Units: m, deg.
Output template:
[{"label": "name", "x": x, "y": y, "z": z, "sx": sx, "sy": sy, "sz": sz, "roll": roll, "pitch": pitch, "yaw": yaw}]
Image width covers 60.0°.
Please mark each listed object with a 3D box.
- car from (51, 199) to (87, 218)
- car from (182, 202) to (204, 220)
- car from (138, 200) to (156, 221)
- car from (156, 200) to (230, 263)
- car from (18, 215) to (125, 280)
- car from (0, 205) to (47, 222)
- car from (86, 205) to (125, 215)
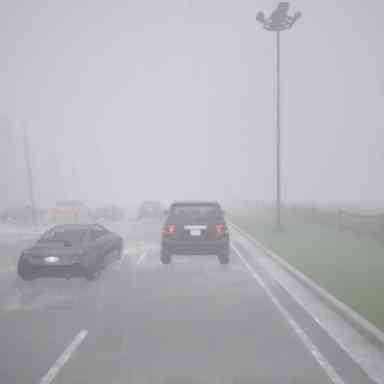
[{"label": "car", "x": -10.398, "y": 1.500, "z": 28.969, "sx": 2.097, "sy": 1.767, "sz": 4.553, "roll": 0, "pitch": 0, "yaw": 0}, {"label": "car", "x": 0.090, "y": 1.681, "z": 30.409, "sx": 1.812, "sy": 1.442, "sz": 4.674, "roll": 0, "pitch": 0, "yaw": 0}, {"label": "car", "x": -3.397, "y": 1.500, "z": 28.987, "sx": 2.097, "sy": 1.767, "sz": 4.553, "roll": 0, "pitch": 0, "yaw": 0}, {"label": "car", "x": 0.102, "y": 1.285, "z": 12.332, "sx": 2.150, "sy": 2.045, "sz": 5.566, "roll": 0, "pitch": 0, "yaw": 0}, {"label": "car", "x": -3.399, "y": 1.616, "z": 10.075, "sx": 1.994, "sy": 1.385, "sz": 4.181, "roll": 0, "pitch": 0, "yaw": 0}, {"label": "car", "x": -13.897, "y": 1.742, "z": 27.638, "sx": 1.895, "sy": 1.301, "sz": 4.718, "roll": 0, "pitch": 0, "yaw": 0}, {"label": "car", "x": -6.897, "y": 1.742, "z": 27.647, "sx": 1.895, "sy": 1.301, "sz": 4.718, "roll": 0, "pitch": 0, "yaw": 0}]
